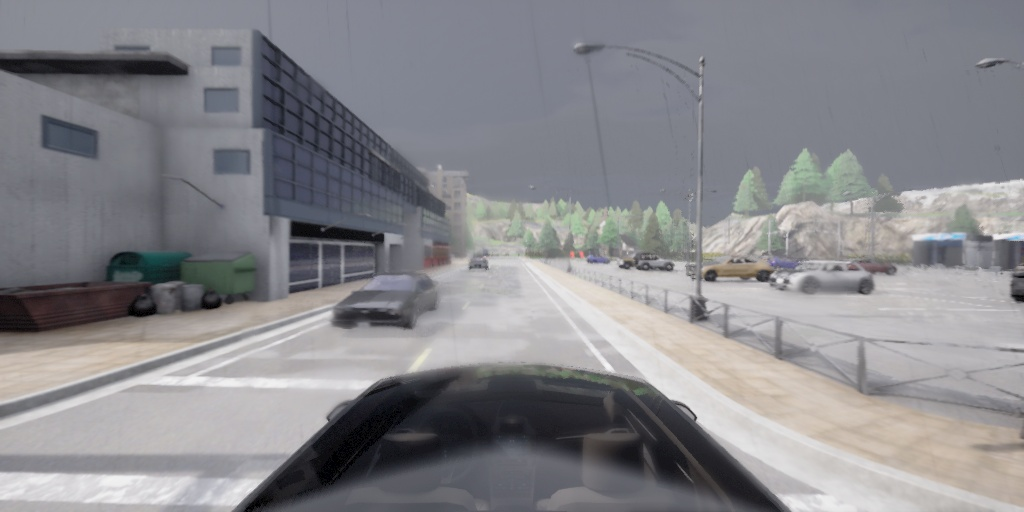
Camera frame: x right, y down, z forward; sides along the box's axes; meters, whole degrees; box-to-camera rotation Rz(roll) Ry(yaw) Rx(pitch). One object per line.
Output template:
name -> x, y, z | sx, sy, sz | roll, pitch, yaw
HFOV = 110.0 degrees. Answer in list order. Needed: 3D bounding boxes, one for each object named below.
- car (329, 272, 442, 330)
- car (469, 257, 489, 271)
car -> -3.496, 1.213, 11.134 | 2.033, 1.411, 5.357 | 0, 1, 0
car -> -3.510, 0.836, 38.946 | 1.994, 1.385, 4.181 | 0, 1, 0
